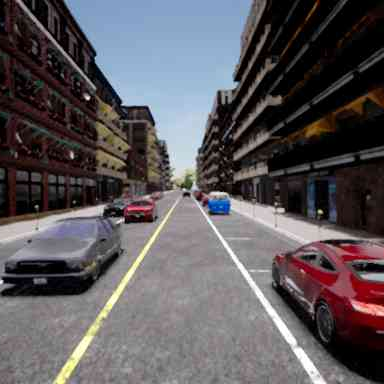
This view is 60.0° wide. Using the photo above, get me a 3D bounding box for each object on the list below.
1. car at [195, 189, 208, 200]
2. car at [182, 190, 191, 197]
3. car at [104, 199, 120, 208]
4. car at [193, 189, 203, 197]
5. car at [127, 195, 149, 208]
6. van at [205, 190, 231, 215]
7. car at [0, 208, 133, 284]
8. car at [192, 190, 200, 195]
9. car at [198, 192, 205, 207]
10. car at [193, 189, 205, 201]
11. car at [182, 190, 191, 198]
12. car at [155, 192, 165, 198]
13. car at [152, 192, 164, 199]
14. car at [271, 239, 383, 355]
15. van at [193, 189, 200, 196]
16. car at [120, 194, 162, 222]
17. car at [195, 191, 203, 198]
[{"bbox_3d":[1.691,0.446,61.500,2.192,1.841,5.009,0,1,-1],"label":"car"},{"bbox_3d":[-1.370,0.305,82.852,2.128,1.511,4.902,-1,1,-1],"label":"car"},{"bbox_3d":[-6.128,1.237,27.986,1.947,1.339,4.313,0,1,-1],"label":"car"},{"bbox_3d":[1.411,0.219,78.210,2.192,1.841,5.009,0,1,-1],"label":"car"},{"bbox_3d":[-6.316,1.084,39.125,1.947,1.339,4.313,0,1,-1],"label":"car"},{"bbox_3d":[2.251,0.929,28.083,1.690,1.788,3.998,0,1,-1],"label":"van"},{"bbox_3d":[-3.244,1.445,9.622,2.033,1.411,5.357,-1,1,-1],"label":"car"},{"bbox_3d":[1.130,0.228,94.922,2.008,1.369,4.403,0,1,-1],"label":"car"},{"bbox_3d":[2.064,0.980,39.224,1.887,1.381,4.507,0,1,-1],"label":"car"},{"bbox_3d":[1.785,0.522,55.931,2.192,1.841,5.009,0,1,-1],"label":"car"},{"bbox_3d":[-1.198,0.488,72.712,1.837,1.490,4.892,-1,1,-1],"label":"car"},{"bbox_3d":[-6.876,0.645,72.544,1.802,1.307,4.206,0,1,-1],"label":"car"},{"bbox_3d":[-6.689,0.759,61.404,1.887,1.381,4.507,0,1,-1],"label":"car"},{"bbox_3d":[2.624,1.475,5.806,1.802,1.307,4.206,0,1,-1],"label":"car"},{"bbox_3d":[1.225,0.094,89.350,1.690,1.788,3.998,0,1,-1],"label":"van"},{"bbox_3d":[-3.451,1.188,23.263,1.882,1.535,5.008,-1,1,-1],"label":"car"},{"bbox_3d":[1.501,0.503,72.812,1.752,1.417,4.829,0,1,-1],"label":"car"}]
